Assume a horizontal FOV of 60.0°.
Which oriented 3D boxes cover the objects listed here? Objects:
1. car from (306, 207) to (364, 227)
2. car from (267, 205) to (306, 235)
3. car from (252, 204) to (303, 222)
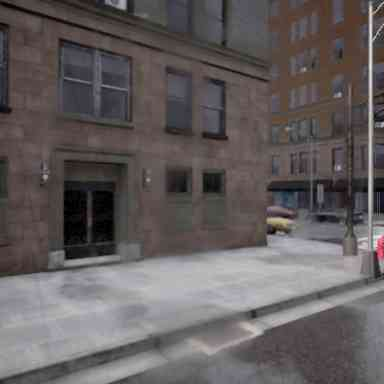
[{"bbox_3d":[10.657,1.784,25.061,1.947,1.339,4.313,0,0,-35],"label":"car"},{"bbox_3d":[4.217,1.703,20.270,1.752,1.417,4.829,0,0,-35],"label":"car"},{"bbox_3d":[7.514,1.805,29.468,1.802,1.307,4.206,0,0,-35],"label":"car"}]
